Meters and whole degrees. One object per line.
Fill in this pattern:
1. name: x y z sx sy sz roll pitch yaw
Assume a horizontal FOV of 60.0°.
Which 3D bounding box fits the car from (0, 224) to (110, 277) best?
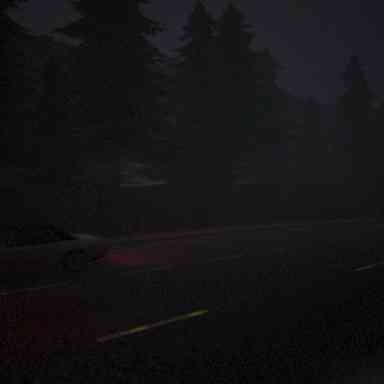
1. car: -4.816 1.592 9.124 4.718 1.301 1.895 0 0 -35
